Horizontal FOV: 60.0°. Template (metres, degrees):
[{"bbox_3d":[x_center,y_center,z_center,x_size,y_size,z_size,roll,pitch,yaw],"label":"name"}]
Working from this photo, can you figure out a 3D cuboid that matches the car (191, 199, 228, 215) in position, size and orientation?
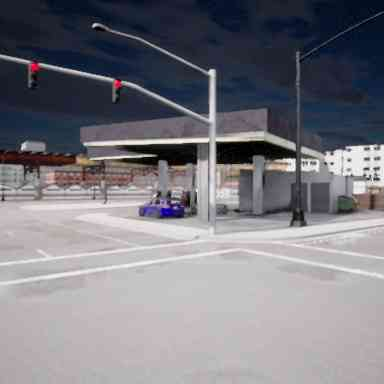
[{"bbox_3d":[1.582,1.426,31.509,1.970,1.475,3.806,0,0,-37],"label":"car"}]

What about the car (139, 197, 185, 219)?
[{"bbox_3d":[-2.554,1.279,27.449,2.242,1.667,4.611,0,0,-37],"label":"car"}]
